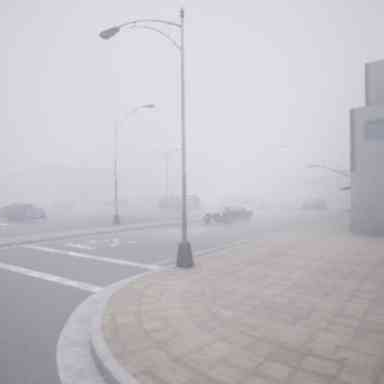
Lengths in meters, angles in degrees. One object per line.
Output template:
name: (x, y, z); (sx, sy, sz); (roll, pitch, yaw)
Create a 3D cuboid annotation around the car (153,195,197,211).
car: (-2.110, 1.361, 41.332); (4.605, 1.855, 1.932); (-1, 0, 36)

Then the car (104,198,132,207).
car: (-13.172, 1.780, 57.480); (4.514, 1.523, 2.007); (-1, 0, 36)

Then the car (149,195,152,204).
car: (-9.545, 1.618, 74.390); (3.866, 1.878, 1.905); (-1, 0, 36)

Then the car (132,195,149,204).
car: (-12.013, 1.916, 72.082); (3.806, 1.475, 1.970); (-1, 0, 36)

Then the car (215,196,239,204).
car: (6.994, 1.609, 66.675); (4.514, 1.523, 2.007); (-1, 0, 36)

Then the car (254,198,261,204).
car: (10.474, 1.462, 59.535); (3.806, 1.475, 1.970); (-1, 0, 36)

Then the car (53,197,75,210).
car: (-19.157, 1.822, 49.479); (3.633, 1.501, 1.845); (-1, 0, 36)

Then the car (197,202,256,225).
car: (2.715, 1.699, 24.915); (1.895, 1.301, 4.718); (-1, 0, 37)

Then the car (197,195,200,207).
car: (-0.711, 1.340, 43.911); (3.866, 1.878, 1.905); (-1, 0, 36)

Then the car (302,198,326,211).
car: (15.476, 1.534, 42.035); (1.882, 1.535, 5.008); (-1, -1, 37)

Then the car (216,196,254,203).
car: (6.910, 1.392, 54.188); (5.027, 1.636, 2.152); (-1, 0, 36)

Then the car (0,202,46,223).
car: (-13.287, 1.676, 26.484); (3.633, 1.501, 1.845); (-1, 0, 36)
